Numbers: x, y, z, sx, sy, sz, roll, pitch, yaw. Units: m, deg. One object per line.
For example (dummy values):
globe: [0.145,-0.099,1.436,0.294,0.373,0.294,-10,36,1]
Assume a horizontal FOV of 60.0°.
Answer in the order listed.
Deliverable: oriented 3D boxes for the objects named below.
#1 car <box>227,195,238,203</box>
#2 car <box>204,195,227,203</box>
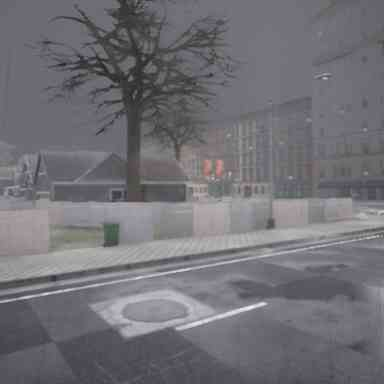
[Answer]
car: [5.345,1.195,52.144,1.882,1.535,5.008,-1,1,-35]
car: [2.746,1.303,50.186,1.812,1.442,4.674,-1,1,-35]
